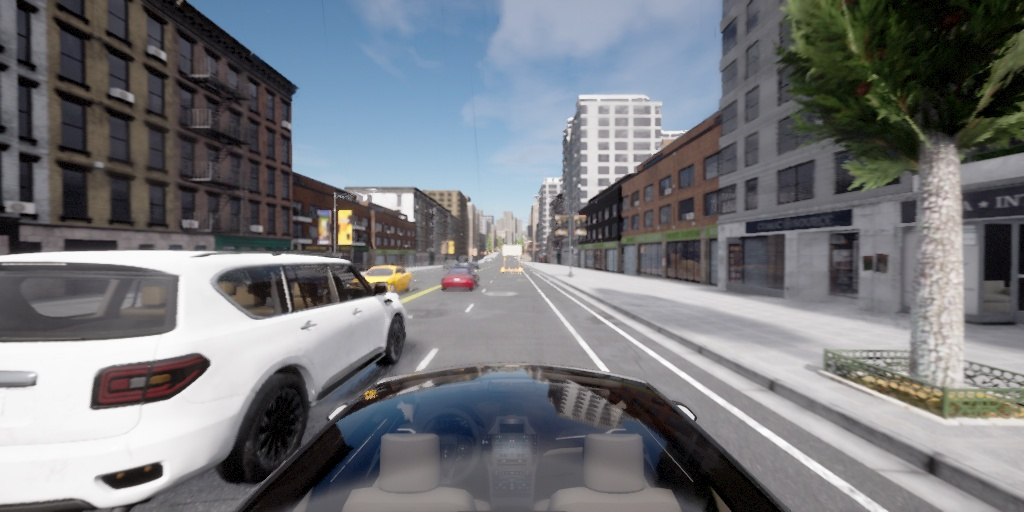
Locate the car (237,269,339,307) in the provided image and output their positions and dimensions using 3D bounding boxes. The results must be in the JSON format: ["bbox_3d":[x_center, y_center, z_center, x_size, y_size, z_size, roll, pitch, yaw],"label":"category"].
[{"bbox_3d":[-9.858,1.329,16.262,1.994,1.385,4.181,0,0,0],"label":"car"}]

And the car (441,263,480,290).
[{"bbox_3d":[-3.165,1.350,22.596,1.994,1.385,4.181,0,0,0],"label":"car"}]

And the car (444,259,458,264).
[{"bbox_3d":[-9.824,1.351,58.089,2.097,1.767,4.553,0,0,1],"label":"car"}]

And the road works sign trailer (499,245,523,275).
[{"bbox_3d":[-0.003,0.360,42.626,2.380,3.560,2.880,0,0,3],"label":"road works sign trailer"}]

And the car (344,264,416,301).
[{"bbox_3d":[-6.610,1.250,18.654,1.882,1.535,5.008,0,0,0],"label":"car"}]

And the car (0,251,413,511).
[{"bbox_3d":[-3.152,0.971,4.801,2.150,2.045,5.566,0,0,0],"label":"car"}]

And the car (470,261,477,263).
[{"bbox_3d":[-6.575,1.582,60.580,1.994,1.385,4.181,0,0,1],"label":"car"}]
